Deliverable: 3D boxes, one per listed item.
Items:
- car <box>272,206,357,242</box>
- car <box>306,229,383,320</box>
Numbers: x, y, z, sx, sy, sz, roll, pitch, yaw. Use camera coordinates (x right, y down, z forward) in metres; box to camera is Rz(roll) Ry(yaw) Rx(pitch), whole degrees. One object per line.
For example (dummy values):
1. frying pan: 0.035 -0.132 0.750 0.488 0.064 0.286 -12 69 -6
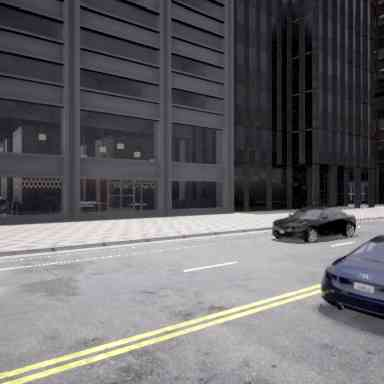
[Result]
1. car: 5.967 1.477 16.070 5.008 1.535 1.882 0 0 -36
2. car: 4.485 1.563 6.714 4.181 1.385 1.994 0 0 -36
